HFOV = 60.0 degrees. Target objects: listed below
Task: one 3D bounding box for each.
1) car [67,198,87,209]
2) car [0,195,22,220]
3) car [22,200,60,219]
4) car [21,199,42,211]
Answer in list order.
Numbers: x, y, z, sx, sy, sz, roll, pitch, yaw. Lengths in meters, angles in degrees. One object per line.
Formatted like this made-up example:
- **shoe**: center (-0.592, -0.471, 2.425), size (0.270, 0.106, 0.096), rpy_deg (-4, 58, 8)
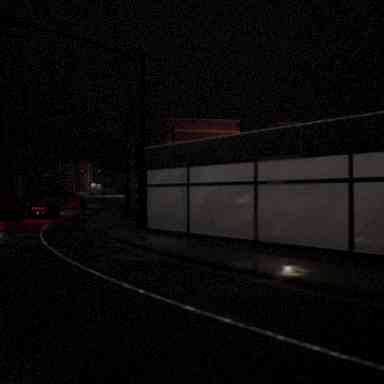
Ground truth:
- **car**: center (-16.101, 1.568, 46.711), size (1.882, 1.535, 5.008), rpy_deg (0, 0, -7)
- **car**: center (-16.713, 1.302, 29.264), size (2.150, 2.045, 5.566), rpy_deg (0, 0, -11)
- **car**: center (-13.330, 1.568, 30.181), size (2.128, 1.511, 4.902), rpy_deg (0, 0, -11)
- **car**: center (-20.752, 1.658, 42.934), size (1.994, 1.385, 4.181), rpy_deg (0, 0, -33)
